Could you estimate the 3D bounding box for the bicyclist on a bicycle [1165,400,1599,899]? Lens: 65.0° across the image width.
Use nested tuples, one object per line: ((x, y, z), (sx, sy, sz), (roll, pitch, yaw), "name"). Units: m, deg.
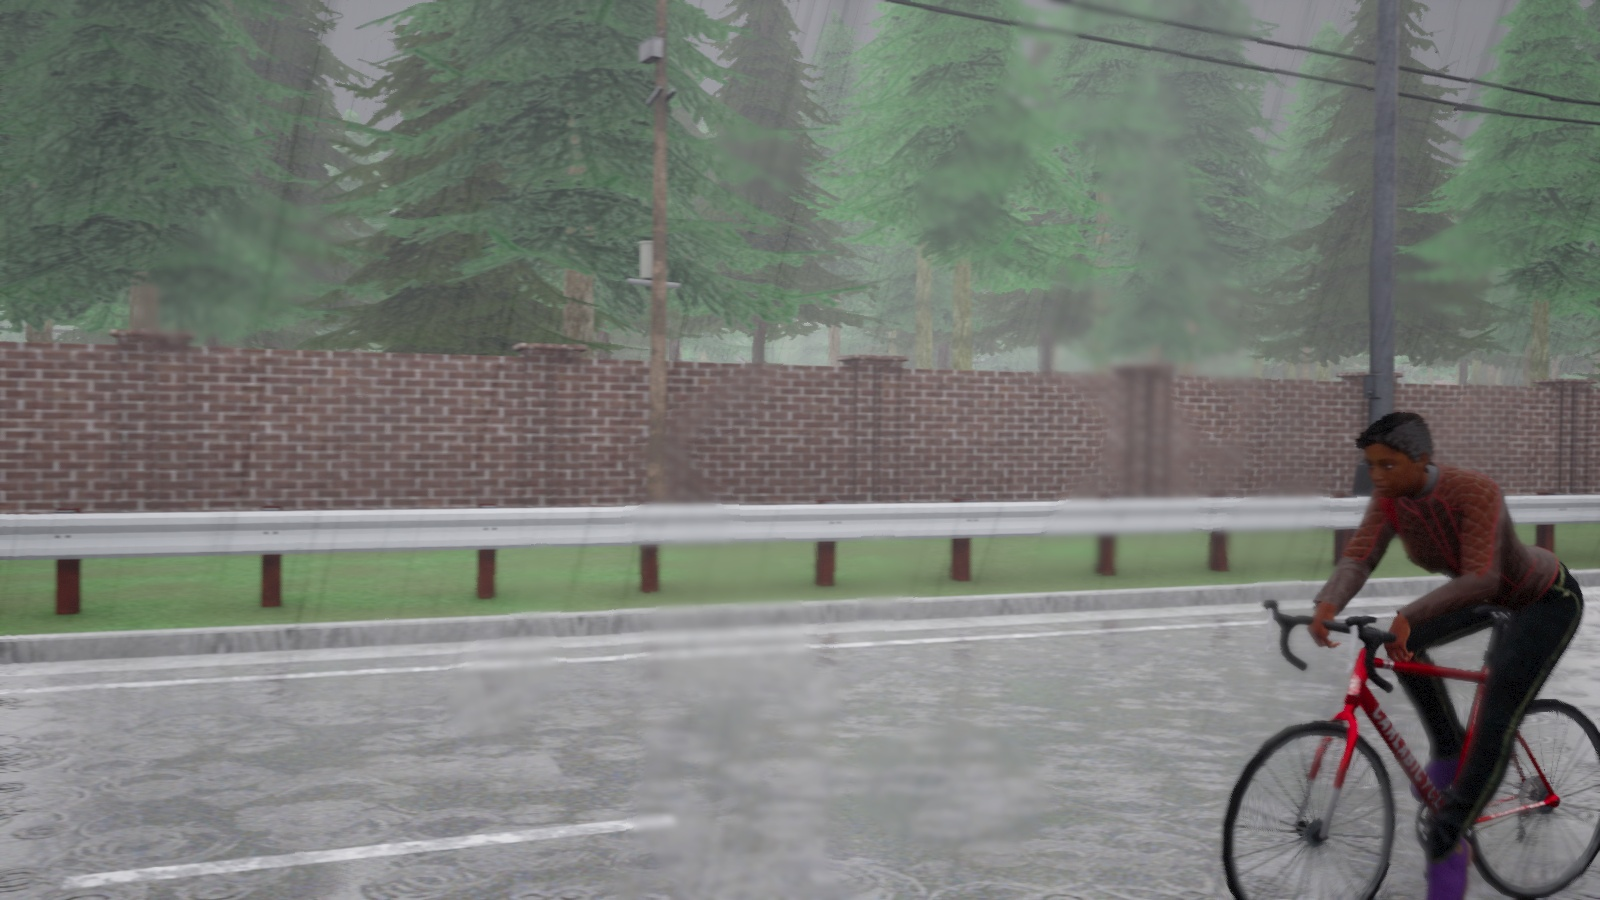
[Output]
((2.048, 0.662, 4.012), (1.656, 1.620, 0.582), (-2, 1, -21), "bicyclist on a bicycle")
